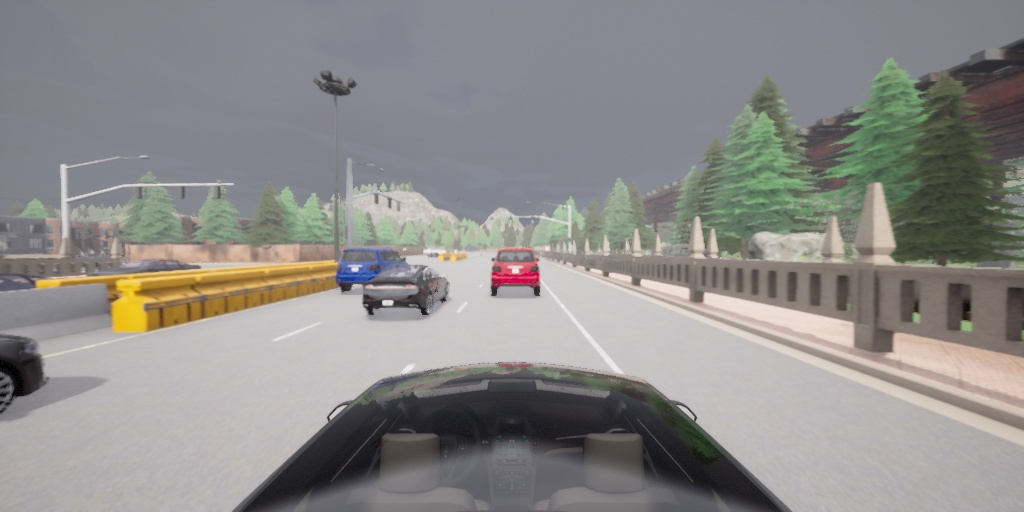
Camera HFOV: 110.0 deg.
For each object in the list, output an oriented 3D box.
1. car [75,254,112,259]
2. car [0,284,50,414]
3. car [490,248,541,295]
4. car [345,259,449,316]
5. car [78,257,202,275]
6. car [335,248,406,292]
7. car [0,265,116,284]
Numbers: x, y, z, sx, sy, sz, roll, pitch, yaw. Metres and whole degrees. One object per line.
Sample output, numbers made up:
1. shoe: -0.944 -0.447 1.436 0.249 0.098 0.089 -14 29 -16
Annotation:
1. car: -41.392 0.533 35.858 4.902 1.511 2.128 0 1 1
2. car: -6.898 1.215 2.526 2.128 1.511 4.902 0 1 0
3. car: 0.157 0.649 17.186 2.150 2.045 5.566 0 1 0
4. car: -3.367 1.022 12.167 2.128 1.511 4.902 0 1 0
5. car: -20.946 0.899 20.856 2.033 1.411 5.357 0 1 1
6. car: -6.833 0.627 18.292 2.150 2.045 5.566 0 1 0
7. car: -14.078 1.140 9.063 2.033 1.411 5.357 0 1 0
